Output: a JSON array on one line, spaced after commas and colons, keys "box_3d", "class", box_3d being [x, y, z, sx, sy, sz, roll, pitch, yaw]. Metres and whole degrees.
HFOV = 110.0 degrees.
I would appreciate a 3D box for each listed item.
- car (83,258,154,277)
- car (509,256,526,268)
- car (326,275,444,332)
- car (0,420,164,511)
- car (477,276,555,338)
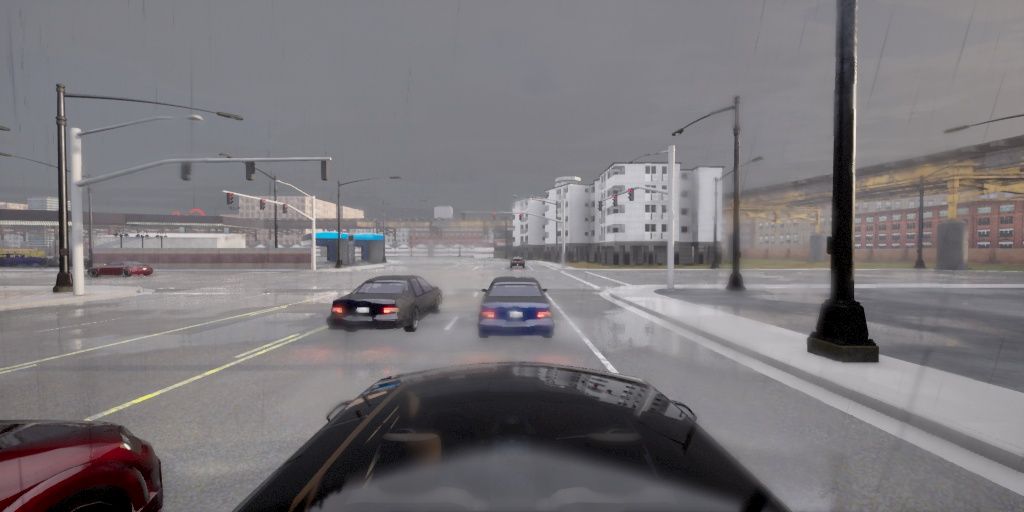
[{"box_3d": [-33.763, 1.084, 30.947, 4.181, 1.385, 1.994, 0, 1, -1], "class": "car"}, {"box_3d": [0.695, 0.771, 46.167, 1.837, 1.490, 4.892, 0, 1, 0], "class": "car"}, {"box_3d": [-3.408, 1.274, 10.708, 2.033, 1.411, 5.357, 0, 0, 0], "class": "car"}, {"box_3d": [-3.394, 1.314, 0.711, 1.994, 1.385, 4.181, 0, 0, -1], "class": "car"}, {"box_3d": [0.088, 1.280, 10.107, 2.033, 1.411, 5.357, 0, 0, 0], "class": "car"}]
